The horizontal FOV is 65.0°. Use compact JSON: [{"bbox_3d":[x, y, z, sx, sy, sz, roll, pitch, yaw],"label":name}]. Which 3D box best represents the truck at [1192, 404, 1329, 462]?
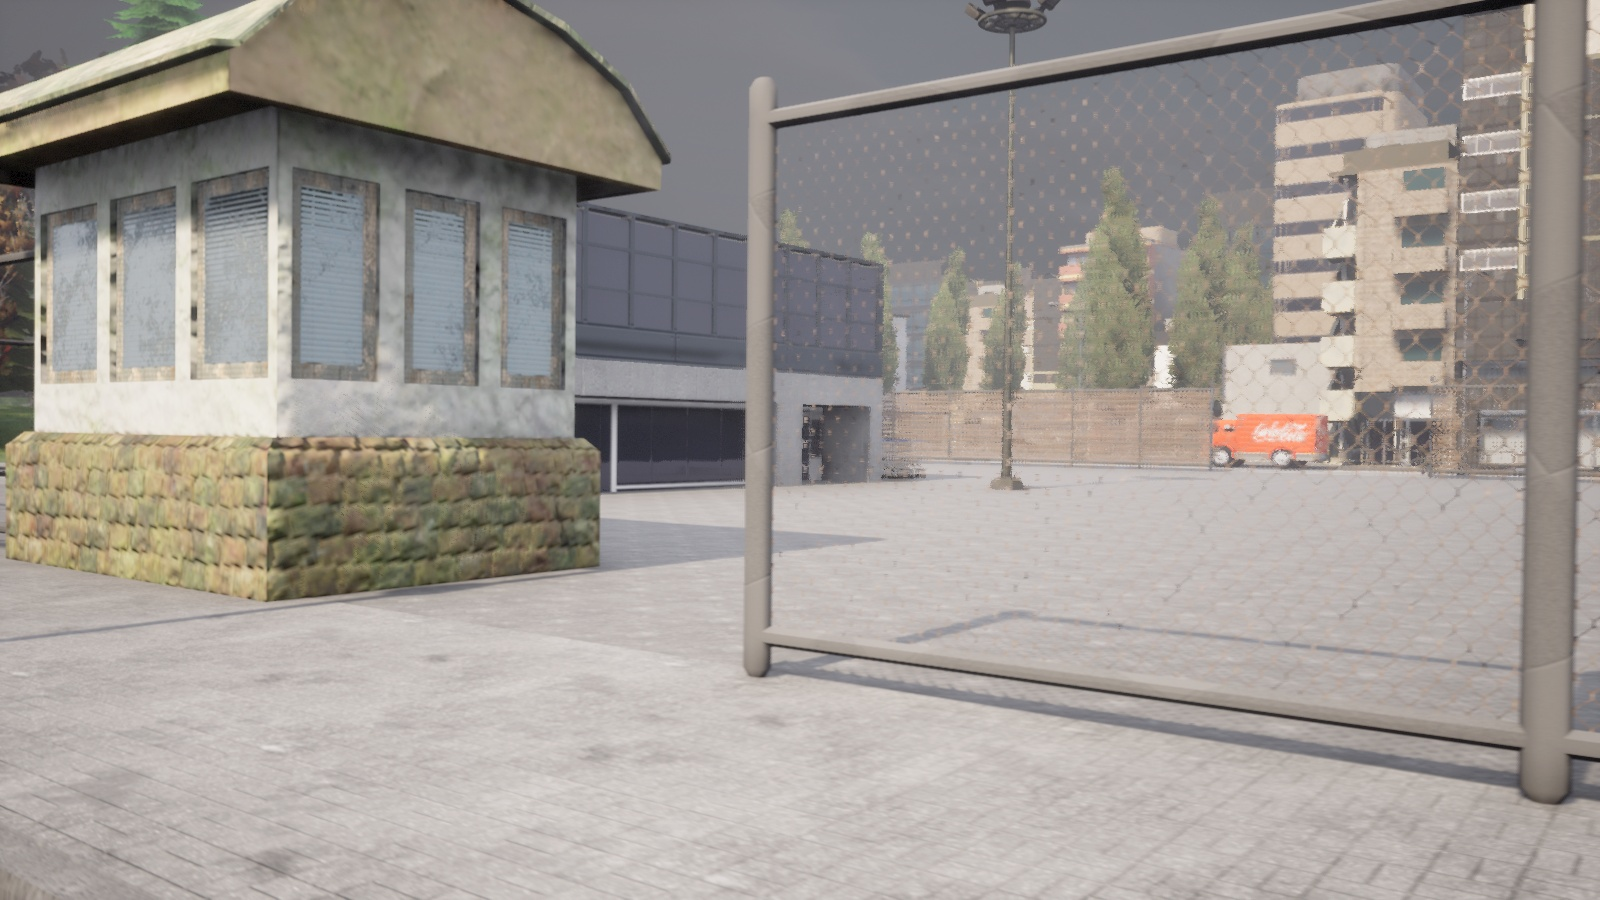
[{"bbox_3d":[20.496,-0.772,55.921,5.204,2.467,2.627,0,1,37],"label":"truck"}]
